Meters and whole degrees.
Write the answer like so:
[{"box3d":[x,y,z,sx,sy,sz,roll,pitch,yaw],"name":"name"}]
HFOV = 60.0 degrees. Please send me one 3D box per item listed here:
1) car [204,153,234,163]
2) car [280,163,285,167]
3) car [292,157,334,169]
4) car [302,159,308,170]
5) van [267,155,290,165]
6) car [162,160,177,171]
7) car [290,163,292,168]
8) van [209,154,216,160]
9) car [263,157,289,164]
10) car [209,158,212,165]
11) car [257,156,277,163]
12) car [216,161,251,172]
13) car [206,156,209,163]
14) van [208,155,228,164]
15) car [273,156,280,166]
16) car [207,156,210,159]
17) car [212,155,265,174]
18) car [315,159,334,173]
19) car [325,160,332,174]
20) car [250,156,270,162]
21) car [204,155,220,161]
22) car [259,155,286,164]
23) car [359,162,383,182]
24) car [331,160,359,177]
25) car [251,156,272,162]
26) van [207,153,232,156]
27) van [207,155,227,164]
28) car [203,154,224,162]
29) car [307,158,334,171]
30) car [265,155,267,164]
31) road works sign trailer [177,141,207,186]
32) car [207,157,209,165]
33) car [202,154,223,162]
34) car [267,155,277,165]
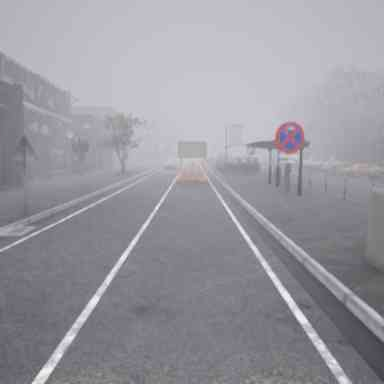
[{"box3d":[5.658,-6.912,71.785,5.566,2.045,2.435,0,7,0],"name":"car"},{"box3d":[18.970,-5.055,58.615,5.366,1.575,1.946,0,7,0],"name":"car"},{"box3d":[18.769,-4.325,50.313,5.566,2.045,2.435,0,7,0],"name":"car"},{"box3d":[18.807,-3.753,47.586,5.008,1.535,2.097,0,7,0],"name":"car"},{"box3d":[18.882,-6.961,72.368,4.442,1.987,1.878,0,7,0],"name":"van"},{"box3d":[-3.327,-4.040,50.295,1.812,1.442,4.674,0,7,0],"name":"car"},{"box3d":[18.788,-4.397,53.098,4.892,1.521,2.231,0,7,0],"name":"car"},{"box3d":[5.594,-4.858,55.088,4.442,1.987,1.878,0,7,0],"name":"van"},{"box3d":[18.947,-7.084,75.148,5.366,1.575,1.946,0,7,0],"name":"car"},{"box3d":[5.710,-4.306,52.326,5.008,1.535,2.097,0,7,0],"name":"car"},{"box3d":[18.780,-8.239,83.398,4.553,1.767,2.185,0,7,0],"name":"car"},{"box3d":[5.726,-3.615,46.763,4.674,1.452,2.002,0,7,0],"name":"car"},{"box3d":[5.701,-5.973,66.250,4.892,1.521,2.231,0,7,0],"name":"car"},{"box3d":[5.799,-7.235,74.571,4.442,1.987,1.878,0,7,0],"name":"van"},{"box3d":[18.806,-5.687,64.134,4.792,1.488,2.163,0,7,0],"name":"car"},{"box3d":[5.696,-5.593,63.472,4.674,1.452,2.002,0,7,0],"name":"car"},{"box3d":[5.703,-3.252,41.160,5.566,2.045,2.435,0,7,0],"name":"car"},{"box3d":[18.816,-3.107,42.072,4.892,1.521,2.231,0,7,0],"name":"car"},{"box3d":[18.843,-2.756,39.319,4.792,1.488,2.163,0,7,0],"name":"car"},{"box3d":[18.743,-9.146,91.676,4.892,1.521,2.231,0,7,0],"name":"car"},{"box3d":[5.623,-9.569,94.054,4.553,1.767,2.185,0,7,0],"name":"car"},{"box3d":[18.786,-7.675,77.872,5.566,2.045,2.435,0,7,0],"name":"car"},{"box3d":[18.797,-1.788,31.048,4.792,1.488,2.163,0,7,0],"name":"car"},{"box3d":[18.632,-2.466,36.558,5.366,1.575,1.946,0,7,0],"name":"car"},{"box3d":[18.556,-8.806,88.920,5.366,1.575,1.946,0,7,0],"name":"car"},{"box3d":[5.807,-6.540,69.009,4.442,1.987,1.878,0,7,0],"name":"van"},{"box3d":[5.795,-7.582,77.352,4.442,1.987,1.878,0,7,0],"name":"van"},{"box3d":[5.633,-8.999,88.476,5.566,2.045,2.435,0,7,0],"name":"car"},{"box3d":[18.811,-3.431,44.828,5.008,1.535,2.097,0,7,0],"name":"car"},{"box3d":[18.798,-6.642,69.610,5.566,2.045,2.435,0,7,0],"name":"car"},{"box3d":[0.043,-2.416,27.401,2.380,3.560,2.880,0,7,2],"name":"road works sign trailer"},{"box3d":[5.732,-5.266,60.684,4.792,1.488,2.163,0,7,0],"name":"car"},{"box3d":[5.629,-9.346,91.257,5.566,2.045,2.435,0,7,0],"name":"car"},{"box3d":[18.745,-6.303,66.854,5.566,2.045,2.435,0,7,0],"name":"car"}]
